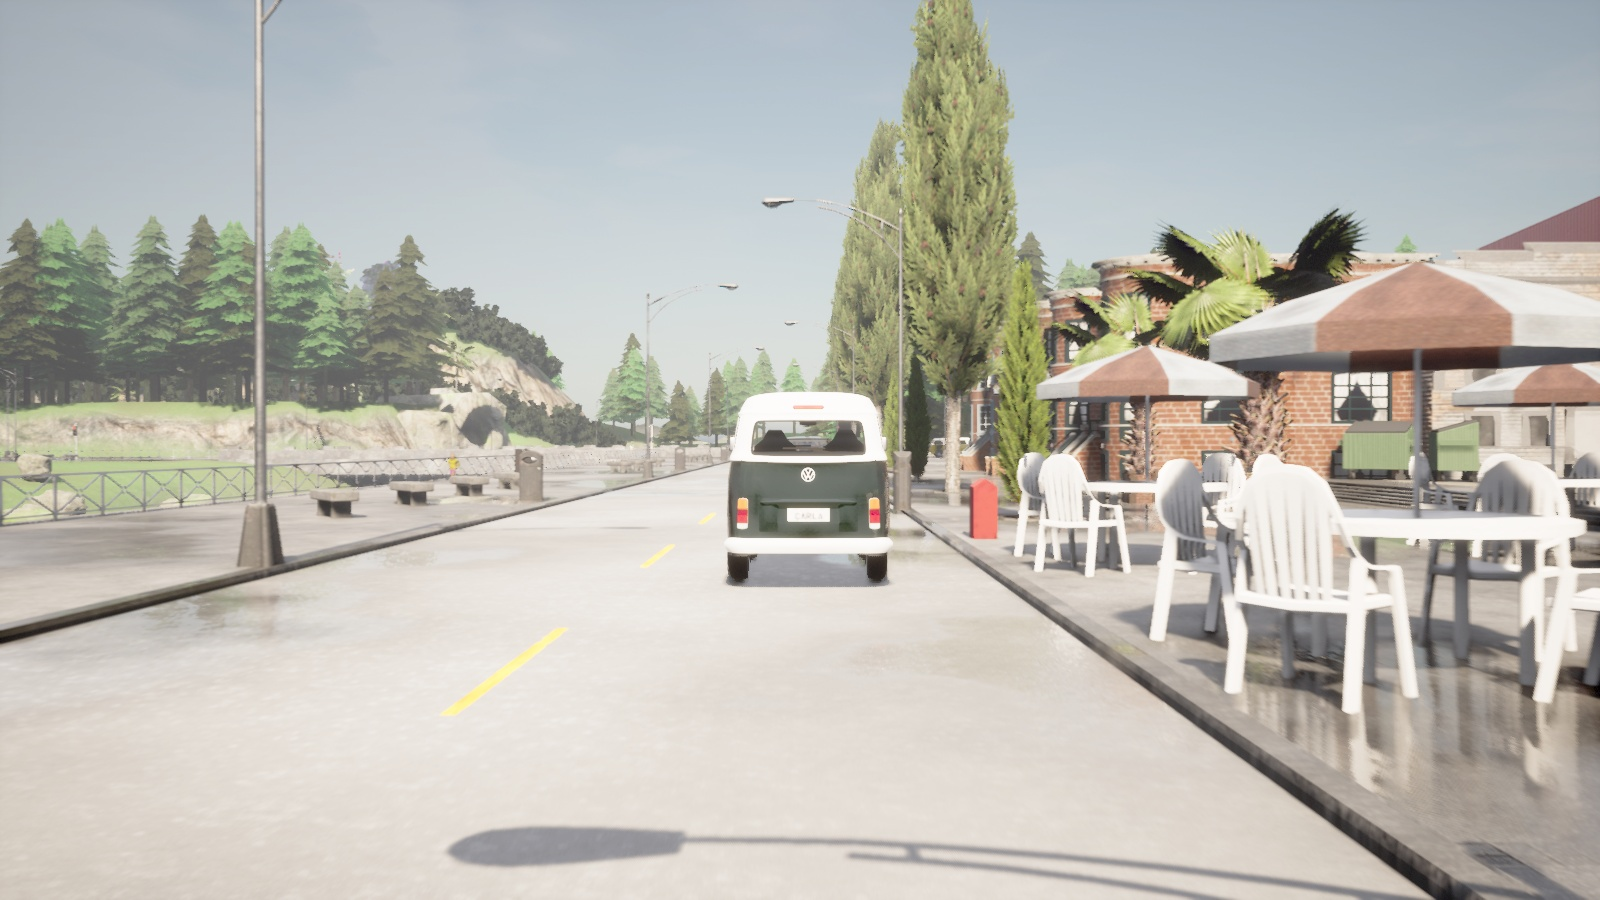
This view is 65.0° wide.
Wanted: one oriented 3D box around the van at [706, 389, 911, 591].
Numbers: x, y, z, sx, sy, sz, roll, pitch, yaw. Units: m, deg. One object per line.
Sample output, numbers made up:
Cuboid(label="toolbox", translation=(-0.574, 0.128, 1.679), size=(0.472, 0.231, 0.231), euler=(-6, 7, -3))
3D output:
Cuboid(label="van", translation=(0.098, 0.389, 14.918), size=(2.069, 2.038, 4.480), euler=(0, 0, 0))

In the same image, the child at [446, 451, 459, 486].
Cuboid(label="child", translation=(-11.641, 0.602, 42.076), size=(0.299, 1.160, 0.473), euler=(0, 0, -2))
